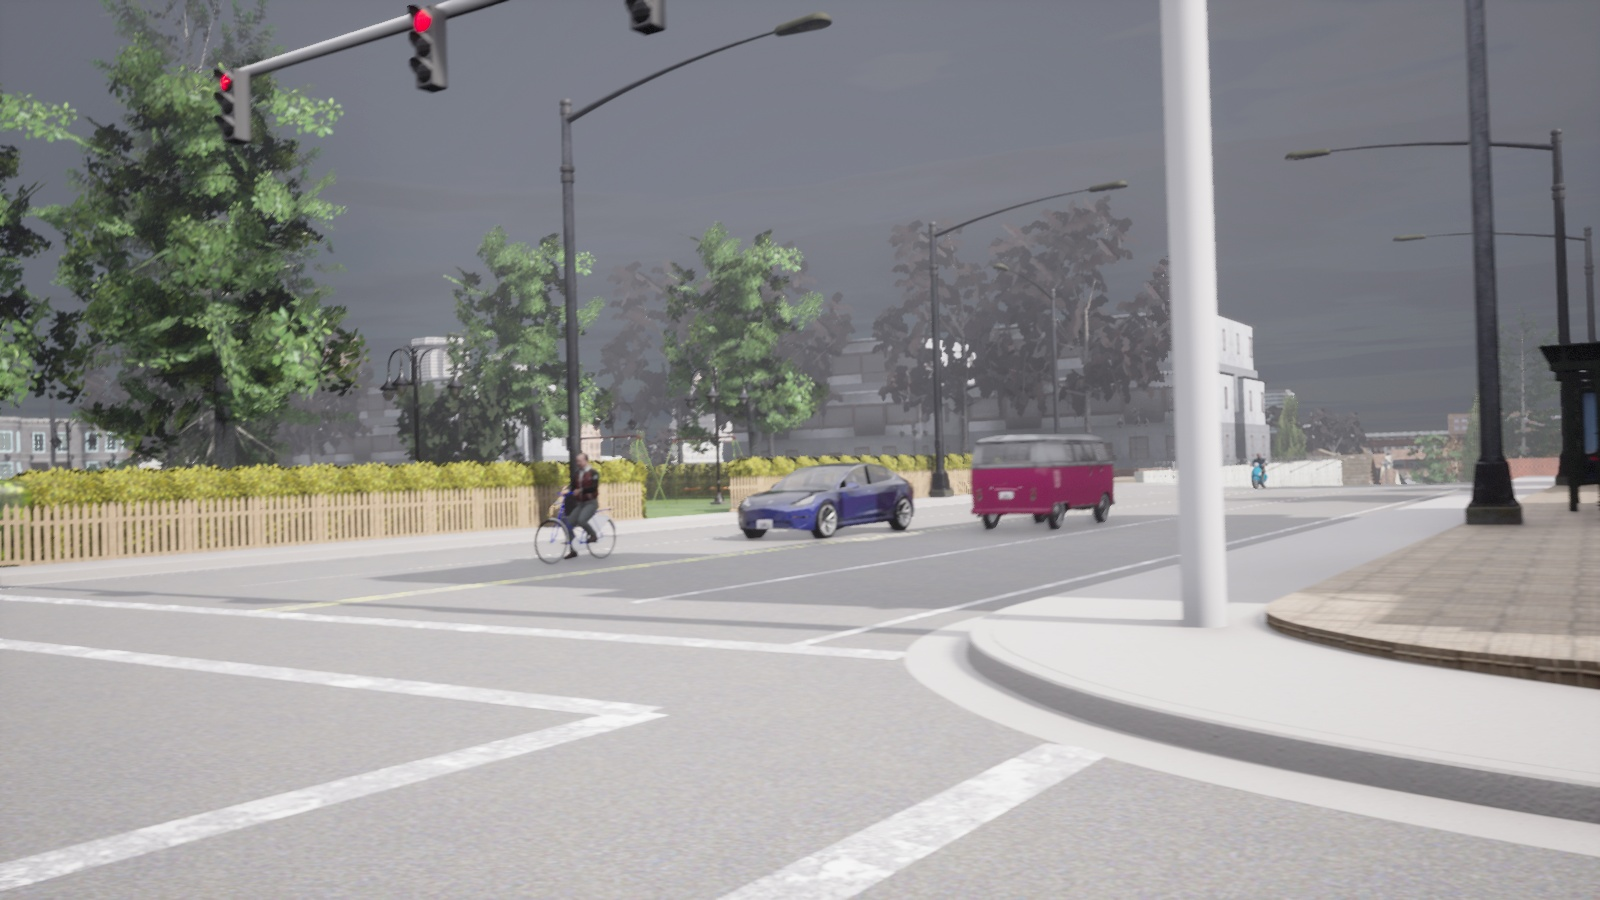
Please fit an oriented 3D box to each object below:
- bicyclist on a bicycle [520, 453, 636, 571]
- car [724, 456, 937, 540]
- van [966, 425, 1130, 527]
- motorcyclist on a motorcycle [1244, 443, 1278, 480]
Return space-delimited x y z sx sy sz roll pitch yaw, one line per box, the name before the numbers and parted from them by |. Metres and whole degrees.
bicyclist on a bicycle | -3.535 0.964 20.169 0.659 1.776 1.843 -3 -1 34
car | 0.751 0.974 26.430 2.163 1.488 4.792 -3 -1 34
van | 5.451 0.514 27.130 1.775 1.987 4.442 -3 -1 34
motorcyclist on a motorcycle | 20.104 0.495 54.744 0.866 1.590 1.817 -3 -2 34
